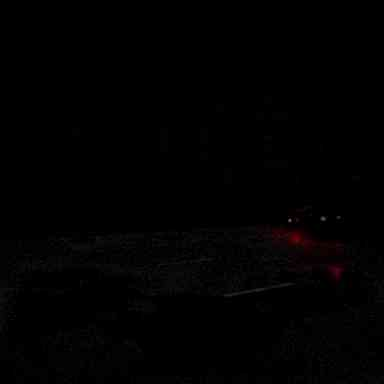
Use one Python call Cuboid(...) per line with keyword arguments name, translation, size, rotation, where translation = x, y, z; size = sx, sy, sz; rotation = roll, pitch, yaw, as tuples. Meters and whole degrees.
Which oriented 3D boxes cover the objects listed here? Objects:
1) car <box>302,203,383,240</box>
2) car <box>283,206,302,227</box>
Cuboid(name="car", translation=(8.240, 1.344, 17.225), size=(4.553, 1.767, 2.097), rotation=(0, 0, -29))
Cuboid(name="car", translation=(7.876, 1.513, 21.040), size=(4.674, 1.442, 1.812), rotation=(0, 0, -29))
